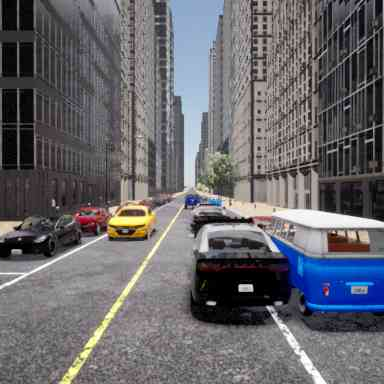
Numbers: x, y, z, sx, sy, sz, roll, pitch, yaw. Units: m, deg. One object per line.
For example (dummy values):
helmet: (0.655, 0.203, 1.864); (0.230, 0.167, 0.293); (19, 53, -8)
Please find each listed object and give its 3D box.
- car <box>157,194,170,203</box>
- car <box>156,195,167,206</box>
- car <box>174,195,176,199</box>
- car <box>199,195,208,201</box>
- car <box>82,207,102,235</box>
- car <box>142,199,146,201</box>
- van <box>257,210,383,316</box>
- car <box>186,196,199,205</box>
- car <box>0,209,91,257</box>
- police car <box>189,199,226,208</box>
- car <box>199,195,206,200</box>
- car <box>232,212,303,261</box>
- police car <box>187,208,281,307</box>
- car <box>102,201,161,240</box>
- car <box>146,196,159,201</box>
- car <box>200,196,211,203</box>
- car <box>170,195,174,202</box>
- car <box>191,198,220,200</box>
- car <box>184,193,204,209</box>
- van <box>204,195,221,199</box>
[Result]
car: (-5.566, 1.285, 58.505); (2.192, 1.841, 5.009); (0, 0, 0)
car: (-5.577, 1.542, 52.808); (1.947, 1.339, 4.313); (0, 0, 0)
car: (-5.515, 1.524, 81.294); (1.802, 1.307, 4.206); (0, 0, 0)
car: (2.865, 1.493, 81.275); (2.008, 1.369, 4.403); (0, 0, 0)
car: (-5.652, 1.542, 18.627); (1.887, 1.381, 4.507); (0, 0, 0)
car: (-5.627, 1.575, 30.021); (1.802, 1.307, 4.206); (0, 0, 0)
van: (2.702, 1.340, 7.214); (1.690, 1.788, 3.998); (0, 0, 0)
car: (0.129, 1.461, 59.148); (2.128, 1.511, 4.902); (0, 0, 0)
car: (-5.665, 1.564, 12.929); (1.947, 1.339, 4.313); (0, 0, 0)
police car: (0.940, 1.422, 18.213); (1.930, 1.638, 5.238); (0, 0, 0)
car: (2.890, 1.474, 92.669); (2.008, 1.369, 4.403); (0, 0, 0)
car: (2.716, 1.580, 12.910); (1.802, 1.307, 4.206); (0, 0, 0)
police car: (0.919, 1.424, 8.212); (1.930, 1.638, 5.238); (0, 0, 0)
car: (-2.962, 1.475, 17.280); (1.882, 1.535, 5.008); (0, 0, 0)
car: (-5.603, 1.568, 41.415); (1.802, 1.307, 4.206); (0, 0, 0)
car: (2.840, 1.508, 69.880); (2.008, 1.369, 4.403); (0, 0, 0)
car: (-5.541, 1.272, 69.899); (2.192, 1.841, 5.009); (0, 0, 0)
car: (0.953, 1.451, 24.293); (1.801, 1.575, 5.366); (0, 0, 0)
car: (0.103, 1.205, 44.874); (2.150, 2.045, 5.566); (0, 0, 0)
van: (2.777, 1.327, 41.396); (1.690, 1.788, 3.998); (0, 0, 0)
